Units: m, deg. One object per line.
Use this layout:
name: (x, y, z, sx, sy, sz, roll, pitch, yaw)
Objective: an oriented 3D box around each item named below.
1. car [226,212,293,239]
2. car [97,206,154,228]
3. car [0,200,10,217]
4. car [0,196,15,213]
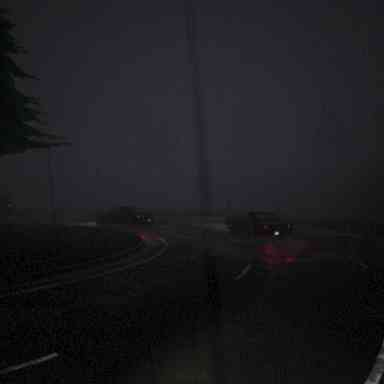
car: (3.559, 1.769, 18.677, 1.895, 1.301, 4.718, 0, -1, -17)
car: (-4.735, 1.705, 23.562, 4.674, 1.442, 1.812, 0, -1, 36)
car: (-18.677, 1.661, 28.215, 4.902, 1.511, 2.128, 0, -1, -12)
car: (-19.984, 1.415, 31.608, 5.566, 2.045, 2.150, 1, -1, -13)
